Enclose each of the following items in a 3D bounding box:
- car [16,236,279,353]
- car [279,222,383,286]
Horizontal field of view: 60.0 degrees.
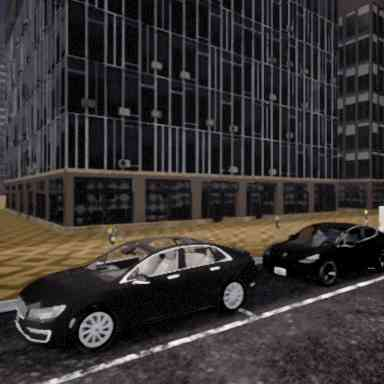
[{"bbox_3d":[-0.713,1.545,6.047,4.403,1.369,2.008,0,0,-36],"label":"car"},{"bbox_3d":[3.921,1.547,9.353,4.313,1.339,1.947,0,0,-36],"label":"car"}]
